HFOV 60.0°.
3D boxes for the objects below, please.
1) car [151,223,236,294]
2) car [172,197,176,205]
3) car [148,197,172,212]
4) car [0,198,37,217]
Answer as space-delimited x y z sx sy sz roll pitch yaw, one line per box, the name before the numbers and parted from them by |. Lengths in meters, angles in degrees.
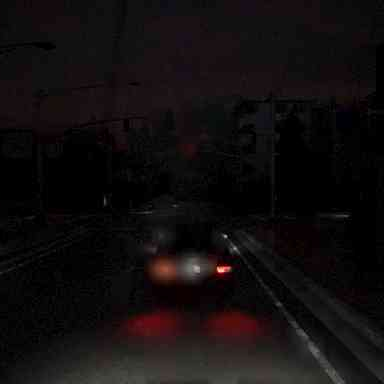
car | 0.039 1.547 8.939 2.033 1.411 5.357 0 0 0
car | -3.713 1.522 57.741 1.812 1.442 4.674 0 0 0
car | -3.785 1.523 38.682 1.812 1.442 4.674 0 0 1
car | -15.760 1.299 28.353 5.008 1.535 1.882 0 0 0
